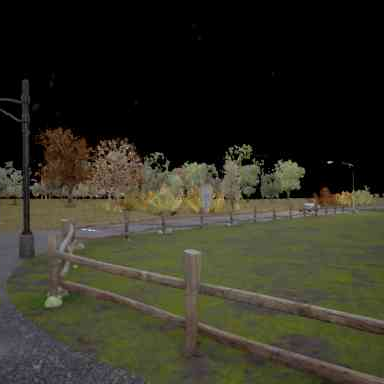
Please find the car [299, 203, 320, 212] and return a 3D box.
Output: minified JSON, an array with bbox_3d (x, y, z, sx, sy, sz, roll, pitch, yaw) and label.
[{"bbox_3d":[18.813,2.449,53.015,2.033,1.411,5.357,-1,-2,40],"label":"car"}]
